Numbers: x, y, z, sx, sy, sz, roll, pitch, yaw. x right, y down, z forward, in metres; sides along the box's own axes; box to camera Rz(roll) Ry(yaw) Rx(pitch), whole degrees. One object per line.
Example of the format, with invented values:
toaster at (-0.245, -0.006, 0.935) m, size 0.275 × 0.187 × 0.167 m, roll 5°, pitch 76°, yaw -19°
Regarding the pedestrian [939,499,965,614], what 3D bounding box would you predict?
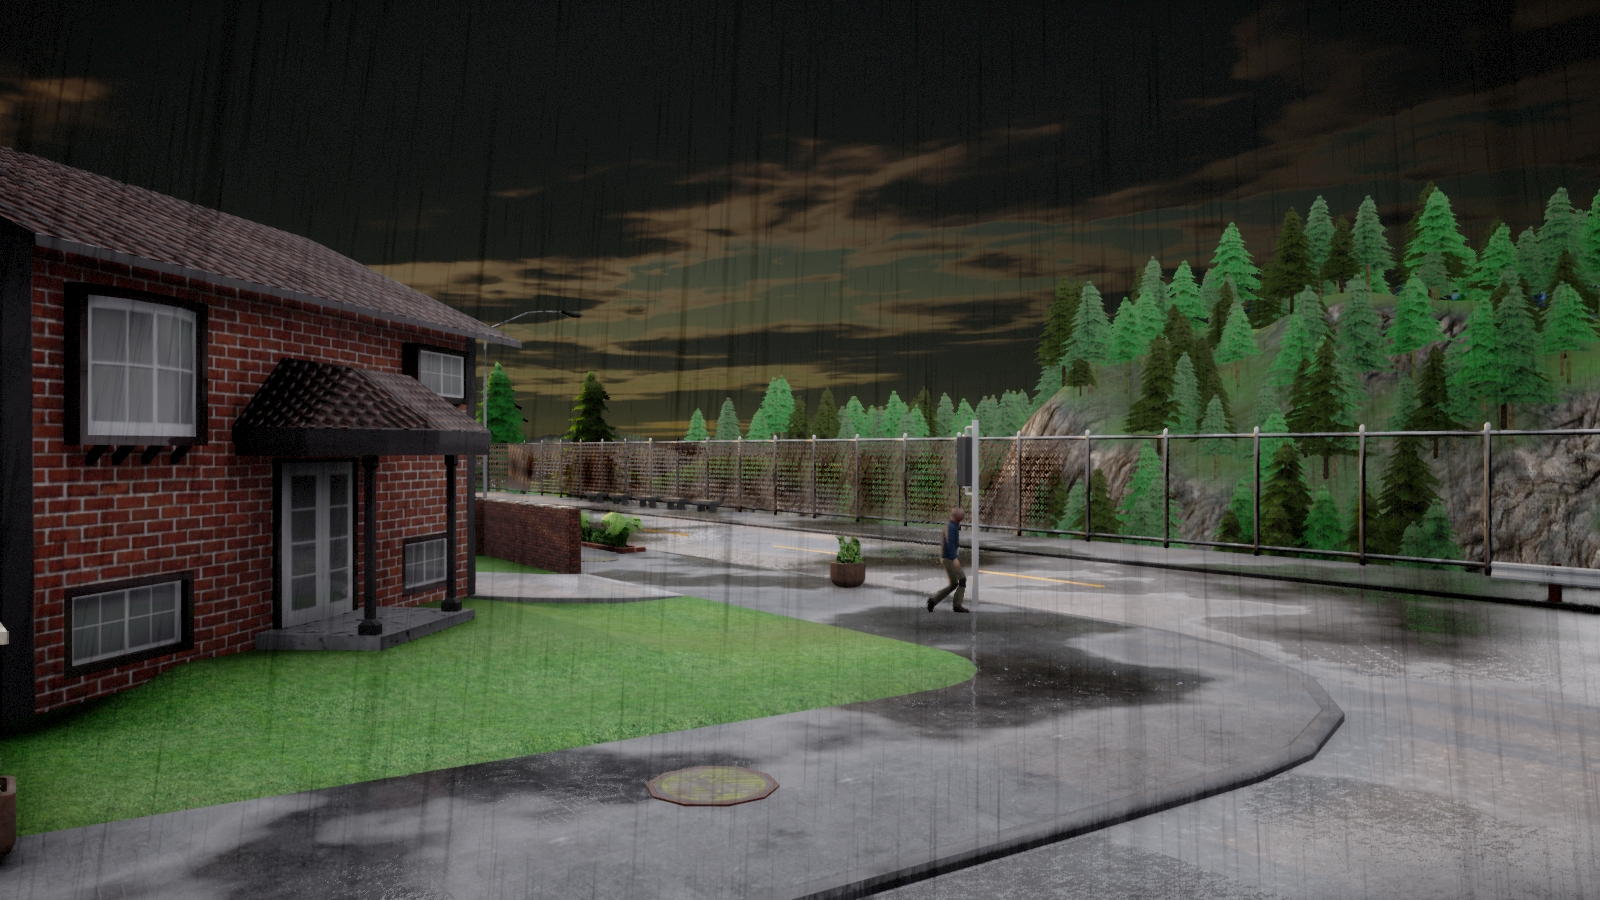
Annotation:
pedestrian at (2.510, 1.745, 18.851) m, size 0.375 × 1.860 × 0.375 m, roll 0°, pitch 0°, yaw 16°
